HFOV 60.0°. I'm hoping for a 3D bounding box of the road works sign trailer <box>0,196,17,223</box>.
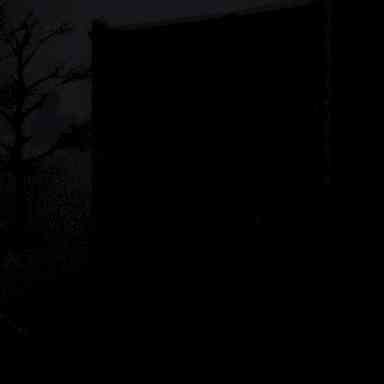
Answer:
[{"bbox_3d":[-10.866,0.271,16.809,3.560,2.880,2.380,37,1,-15],"label":"road works sign trailer"}]
